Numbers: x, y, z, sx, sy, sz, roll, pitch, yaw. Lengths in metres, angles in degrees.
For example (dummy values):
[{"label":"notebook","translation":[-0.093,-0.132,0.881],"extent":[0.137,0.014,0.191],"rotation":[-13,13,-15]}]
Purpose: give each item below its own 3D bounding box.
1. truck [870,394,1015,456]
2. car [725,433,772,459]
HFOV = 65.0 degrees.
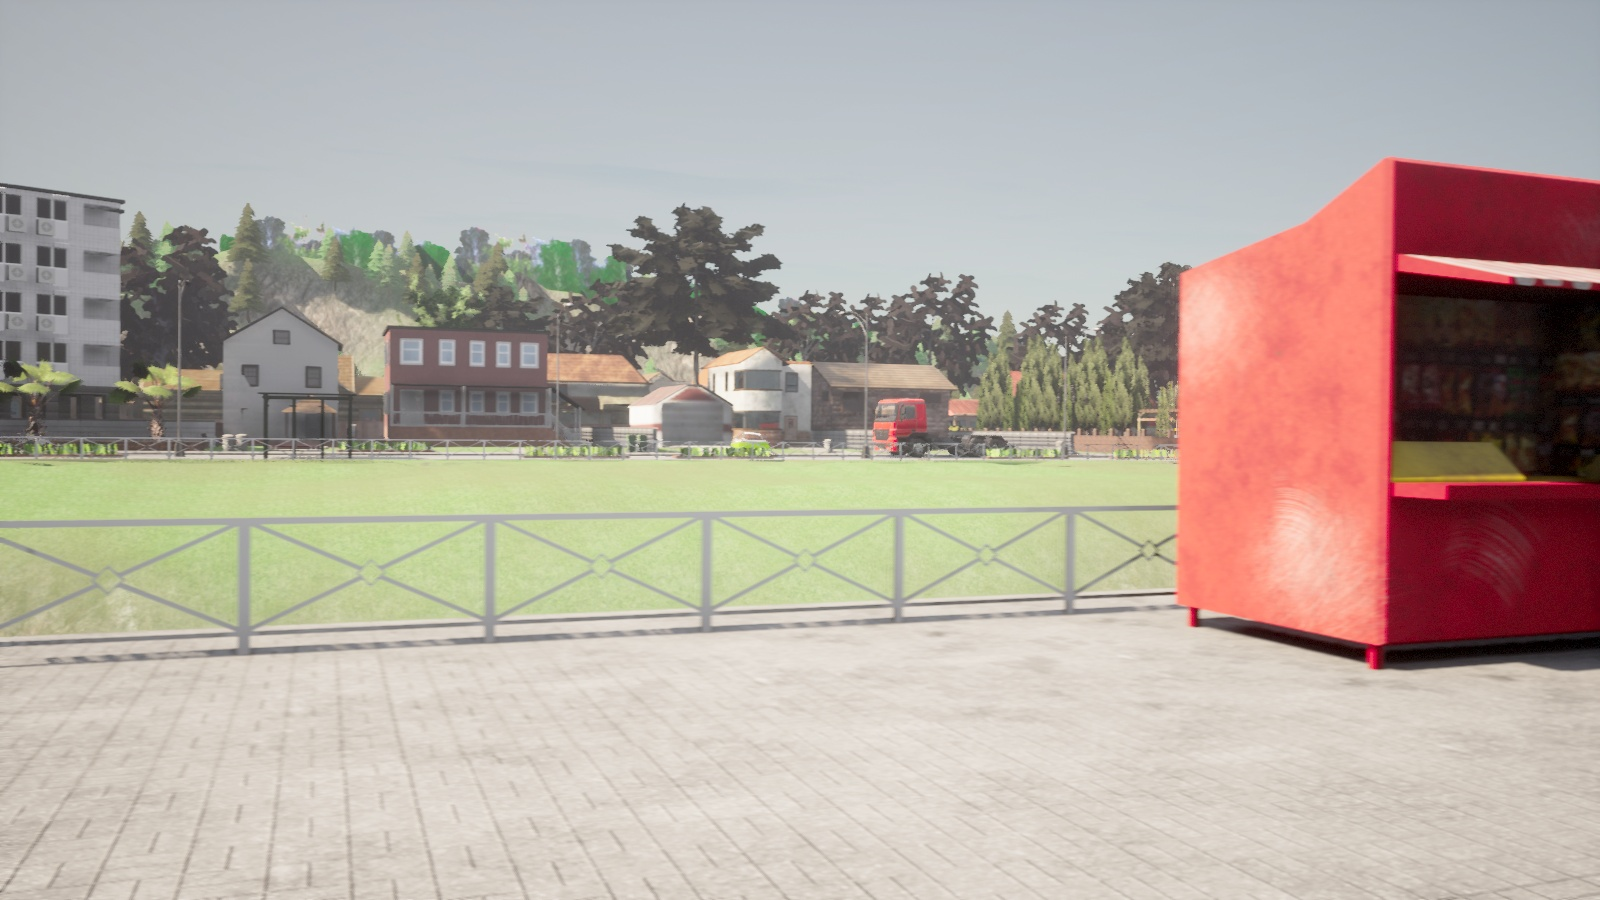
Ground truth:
[{"label":"truck","translation":[8.281,-1.460,72.900],"extent":[7.936,3.462,2.891],"rotation":[-1,1,-21]},{"label":"car","translation":[-2.819,-0.235,68.701],"extent":[2.207,1.376,1.481],"rotation":[-1,1,-21]}]
